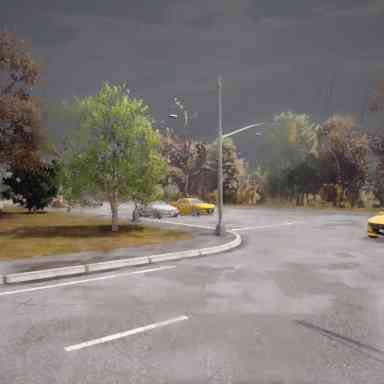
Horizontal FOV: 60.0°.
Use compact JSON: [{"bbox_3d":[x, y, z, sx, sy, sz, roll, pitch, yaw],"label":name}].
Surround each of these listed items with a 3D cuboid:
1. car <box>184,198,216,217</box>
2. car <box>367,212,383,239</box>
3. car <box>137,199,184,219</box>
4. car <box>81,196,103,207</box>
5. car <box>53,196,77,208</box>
[{"bbox_3d":[0.030,1.309,29.850,1.882,1.535,5.008,-1,1,-38],"label":"car"},{"bbox_3d":[9.984,1.318,15.289,5.008,1.535,1.882,-1,1,-35],"label":"car"},{"bbox_3d":[-2.984,1.401,28.027,1.812,1.442,4.674,-1,1,-38],"label":"car"},{"bbox_3d":[-14.462,1.396,48.009,2.128,1.511,4.902,-1,0,-38],"label":"car"},{"bbox_3d":[-17.760,1.303,46.531,2.097,1.767,4.553,-1,0,-38],"label":"car"}]
